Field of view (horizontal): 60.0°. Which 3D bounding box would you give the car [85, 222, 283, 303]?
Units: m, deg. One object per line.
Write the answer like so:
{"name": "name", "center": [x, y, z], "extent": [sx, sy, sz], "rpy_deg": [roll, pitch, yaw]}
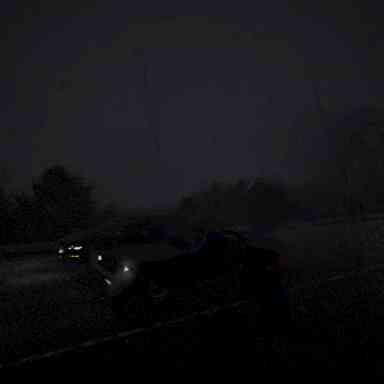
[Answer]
{"name": "car", "center": [0.041, 1.602, 8.344], "extent": [4.718, 1.301, 1.895], "rpy_deg": [0, 0, -36]}

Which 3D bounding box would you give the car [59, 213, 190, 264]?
{"name": "car", "center": [-1.905, 1.506, 11.262], "extent": [4.892, 1.490, 1.837], "rpy_deg": [0, 0, -36]}
